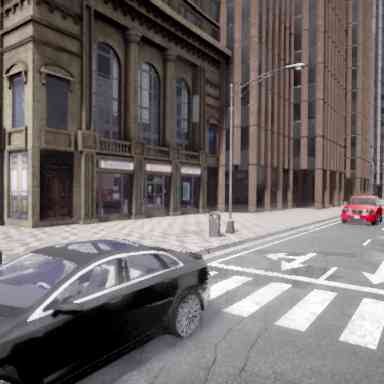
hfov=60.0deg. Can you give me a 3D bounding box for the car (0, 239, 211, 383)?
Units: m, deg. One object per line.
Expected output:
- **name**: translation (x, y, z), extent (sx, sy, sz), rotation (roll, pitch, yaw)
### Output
- **car**: translation (-1.589, 1.481, 4.461), extent (2.128, 1.511, 4.902), rotation (1, 0, 35)

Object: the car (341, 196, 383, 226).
- **car**: translation (12.528, 1.301, 24.336), extent (2.150, 2.045, 5.566), rotation (1, 1, 35)
